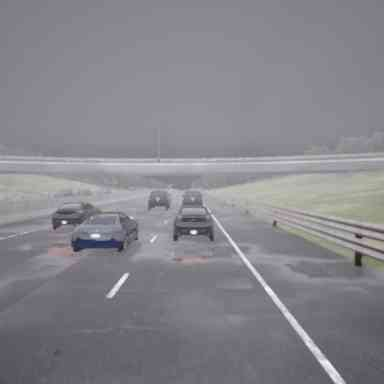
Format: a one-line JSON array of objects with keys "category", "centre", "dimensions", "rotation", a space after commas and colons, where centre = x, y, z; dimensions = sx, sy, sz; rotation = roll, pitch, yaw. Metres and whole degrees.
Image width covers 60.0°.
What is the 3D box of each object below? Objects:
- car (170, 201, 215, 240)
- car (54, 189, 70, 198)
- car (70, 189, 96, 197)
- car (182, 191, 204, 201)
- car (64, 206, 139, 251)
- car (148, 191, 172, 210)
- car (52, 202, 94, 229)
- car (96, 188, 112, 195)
[{"category": "car", "centre": [0.078, 1.409, 16.411], "dimensions": [1.837, 1.490, 4.892], "rotation": [0, 1, 0]}, {"category": "car", "centre": [-24.552, 0.373, 64.015], "dimensions": [2.150, 2.045, 5.566], "rotation": [0, 1, 0]}, {"category": "car", "centre": [-21.052, 0.373, 64.427], "dimensions": [2.150, 2.045, 5.566], "rotation": [0, 1, 0]}, {"category": "car", "centre": [0.071, 0.859, 35.958], "dimensions": [2.150, 2.045, 5.566], "rotation": [0, 1, 0]}, {"category": "car", "centre": [-3.411, 1.497, 13.758], "dimensions": [1.994, 1.385, 4.181], "rotation": [0, 1, 0]}, {"category": "car", "centre": [-3.440, 0.859, 35.983], "dimensions": [2.150, 2.045, 5.566], "rotation": [0, 1, 0]}, {"category": "car", "centre": [-6.916, 1.358, 20.417], "dimensions": [1.837, 1.490, 4.892], "rotation": [0, 1, 0]}, {"category": "car", "centre": [-17.553, 0.182, 66.062], "dimensions": [2.150, 2.045, 5.566], "rotation": [0, 1, 0]}]
